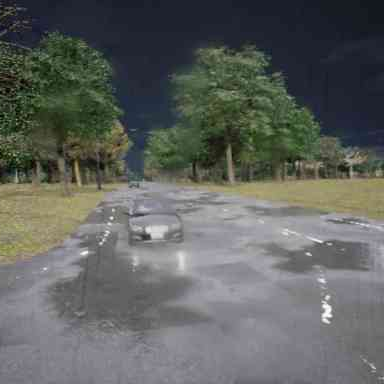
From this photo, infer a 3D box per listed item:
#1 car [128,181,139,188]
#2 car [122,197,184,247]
[{"bbox_3d":[-11.723,-1.507,67.078,2.033,1.411,5.357,-2,3,-5],"label":"car"},{"bbox_3d":[-1.566,0.977,12.648,2.128,1.511,4.902,-3,3,-12],"label":"car"}]
